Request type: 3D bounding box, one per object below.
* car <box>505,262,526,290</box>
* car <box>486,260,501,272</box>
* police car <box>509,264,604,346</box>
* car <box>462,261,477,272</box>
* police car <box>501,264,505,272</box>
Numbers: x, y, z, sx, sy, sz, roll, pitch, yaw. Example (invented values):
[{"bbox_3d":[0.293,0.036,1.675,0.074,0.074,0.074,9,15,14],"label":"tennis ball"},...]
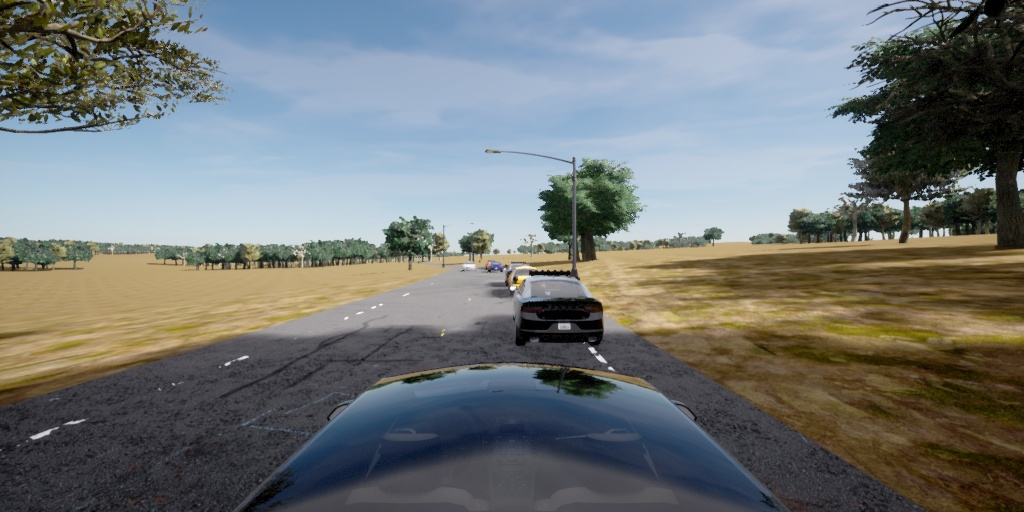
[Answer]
[{"bbox_3d":[0.718,1.240,19.773,1.801,1.575,5.366,0,0,-2],"label":"car"},{"bbox_3d":[-2.215,1.449,48.310,1.812,1.442,4.674,0,-1,-5],"label":"car"},{"bbox_3d":[0.990,1.188,9.638,1.930,1.638,5.238,0,0,-1],"label":"police car"},{"bbox_3d":[-6.021,1.472,50.483,1.812,1.442,4.674,0,-1,-6],"label":"car"},{"bbox_3d":[0.460,1.222,25.722,1.930,1.638,5.238,0,0,-3],"label":"police car"}]
